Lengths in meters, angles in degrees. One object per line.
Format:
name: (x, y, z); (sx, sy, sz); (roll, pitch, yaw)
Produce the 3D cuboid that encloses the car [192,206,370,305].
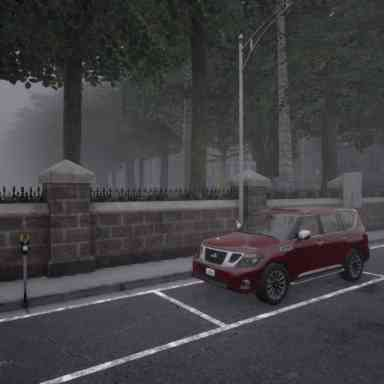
car: (2.422, 1.314, 8.261); (5.009, 1.841, 2.192); (0, 0, -36)
